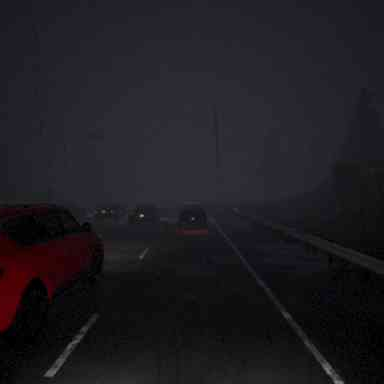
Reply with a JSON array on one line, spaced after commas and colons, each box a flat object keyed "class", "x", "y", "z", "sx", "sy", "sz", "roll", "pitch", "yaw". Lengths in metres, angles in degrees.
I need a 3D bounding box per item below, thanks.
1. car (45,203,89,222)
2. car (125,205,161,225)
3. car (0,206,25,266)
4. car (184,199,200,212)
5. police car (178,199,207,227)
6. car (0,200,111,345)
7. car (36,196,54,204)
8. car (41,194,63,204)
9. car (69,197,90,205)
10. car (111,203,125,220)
[{"class": "car", "x": -10.465, "y": 1.668, "z": 28.239, "sx": 1.895, "sy": 1.301, "sz": 4.718, "roll": 0, "pitch": 0, "yaw": 0}, {"class": "car", "x": -3.456, "y": 1.622, "z": 24.886, "sx": 1.994, "sy": 1.385, "sz": 4.181, "roll": 0, "pitch": 0, "yaw": 0}, {"class": "car", "x": -6.926, "y": 1.375, "z": 9.423, "sx": 2.097, "sy": 1.767, "sz": 4.553, "roll": 0, "pitch": 0, "yaw": 0}, {"class": "car", "x": 0.004, "y": 1.622, "z": 41.597, "sx": 1.812, "sy": 1.442, "sz": 4.674, "roll": 0, "pitch": 0, "yaw": 0}, {"class": "police car", "x": 0.047, "y": 1.479, "z": 23.336, "sx": 1.930, "sy": 1.638, "sz": 5.238, "roll": 0, "pitch": 0, "yaw": 0}, {"class": "car", "x": -3.417, "y": 1.237, "z": 6.534, "sx": 2.150, "sy": 2.045, "sz": 5.566, "roll": 0, "pitch": 0, "yaw": 0}, {"class": "car", "x": -31.665, "y": 1.672, "z": 71.903, "sx": 1.837, "sy": 1.490, "sz": 4.892, "roll": 0, "pitch": 0, "yaw": 0}, {"class": "car", "x": -28.154, "y": 1.385, "z": 67.064, "sx": 2.150, "sy": 2.045, "sz": 5.566, "roll": 0, "pitch": 0, "yaw": 0}, {"class": "car", "x": -21.160, "y": 1.650, "z": 62.742, "sx": 2.128, "sy": 1.511, "sz": 4.902, "roll": 0, "pitch": 0, "yaw": 0}, {"class": "car", "x": -6.966, "y": 1.615, "z": 28.775, "sx": 2.033, "sy": 1.411, "sz": 5.357, "roll": 0, "pitch": 0, "yaw": 0}]
